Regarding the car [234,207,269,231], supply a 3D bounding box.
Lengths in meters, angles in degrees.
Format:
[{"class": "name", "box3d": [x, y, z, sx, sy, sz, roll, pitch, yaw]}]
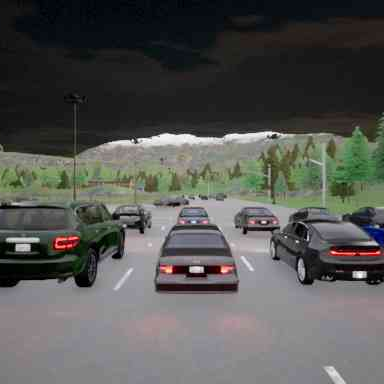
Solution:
[{"class": "car", "box3d": [3.565, 1.546, 18.976, 2.033, 1.411, 5.357, 0, 0, 0]}]

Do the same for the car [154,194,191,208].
[{"class": "car", "box3d": [-3.125, 1.487, 47.394, 4.902, 1.511, 2.128, 0, 0, -36]}]

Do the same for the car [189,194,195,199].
[{"class": "car", "box3d": [-2.179, 1.521, 52.956, 1.812, 1.442, 4.674, 1, 0, 39]}]

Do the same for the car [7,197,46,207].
[{"class": "car", "box3d": [-24.813, 1.501, 49.957, 4.892, 1.490, 1.837, 0, 0, 0]}]

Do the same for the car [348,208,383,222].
[{"class": "car", "box3d": [7.084, 1.477, 10.406, 1.882, 1.535, 5.008, 0, 0, 0]}]

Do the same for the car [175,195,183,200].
[{"class": "car", "box3d": [-3.672, 1.532, 95.046, 2.033, 1.411, 5.357, 0, 0, 0]}]

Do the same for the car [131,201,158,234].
[{"class": "car", "box3d": [-3.433, 1.490, 19.171, 2.128, 1.511, 4.902, 0, 0, 0]}]

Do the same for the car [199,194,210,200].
[{"class": "car", "box3d": [3.332, 1.492, 93.154, 1.837, 1.490, 4.892, 0, 0, 0]}]

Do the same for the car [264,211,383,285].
[{"class": "car", "box3d": [3.568, 1.504, 9.480, 1.837, 1.490, 4.892, 0, 0, 0]}]

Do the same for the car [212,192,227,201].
[{"class": "car", "box3d": [6.848, 1.518, 84.447, 2.128, 1.511, 4.902, 0, 0, 0]}]

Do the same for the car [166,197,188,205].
[{"class": "car", "box3d": [-2.553, 1.596, 58.796, 1.895, 1.301, 4.718, 0, 0, 24]}]

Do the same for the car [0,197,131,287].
[{"class": "car", "box3d": [-3.418, 1.221, 9.424, 2.150, 2.045, 5.566, 0, 0, 0]}]

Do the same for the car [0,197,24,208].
[{"class": "car", "box3d": [-26.391, 1.488, 46.442, 4.902, 1.511, 2.128, 0, 0, 0]}]

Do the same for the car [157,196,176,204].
[{"class": "car", "box3d": [-4.820, 1.486, 63.250, 2.128, 1.511, 4.902, 0, 0, 15]}]

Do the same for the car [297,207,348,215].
[{"class": "car", "box3d": [7.065, 1.562, 19.389, 1.994, 1.385, 4.181, 0, 0, 0]}]

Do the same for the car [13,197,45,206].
[{"class": "car", "box3d": [-26.083, 1.560, 53.447, 4.181, 1.385, 1.994, 0, 0, -1]}]

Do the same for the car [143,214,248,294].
[{"class": "car", "box3d": [0.086, 1.547, 8.932, 2.033, 1.411, 5.357, 0, 0, 0]}]

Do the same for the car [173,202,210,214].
[{"class": "car", "box3d": [0.072, 1.546, 18.998, 2.033, 1.411, 5.357, 0, 0, 0]}]
